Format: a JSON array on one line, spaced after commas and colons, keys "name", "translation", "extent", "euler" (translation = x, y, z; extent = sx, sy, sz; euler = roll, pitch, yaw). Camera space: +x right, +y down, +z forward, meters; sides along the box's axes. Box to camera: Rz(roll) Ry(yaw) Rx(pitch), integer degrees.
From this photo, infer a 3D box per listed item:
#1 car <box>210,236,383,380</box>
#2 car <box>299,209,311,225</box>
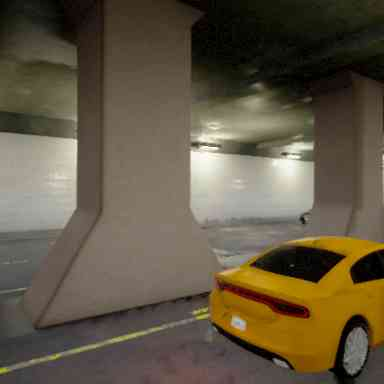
[{"name": "car", "translation": [2.600, 1.501, 5.599], "extent": [5.008, 1.535, 1.882], "euler": [0, 0, -35]}, {"name": "car", "translation": [9.738, 1.590, 23.827], "extent": [4.902, 1.511, 2.128], "euler": [0, 0, -35]}]
